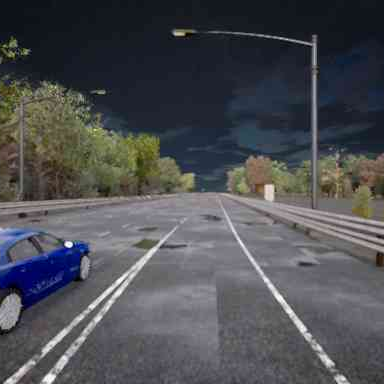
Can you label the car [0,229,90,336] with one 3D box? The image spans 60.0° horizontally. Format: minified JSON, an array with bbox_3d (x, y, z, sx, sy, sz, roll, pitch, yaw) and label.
[{"bbox_3d":[-3.695,1.478,6.739,1.882,1.535,5.008,0,0,4],"label":"car"}]
